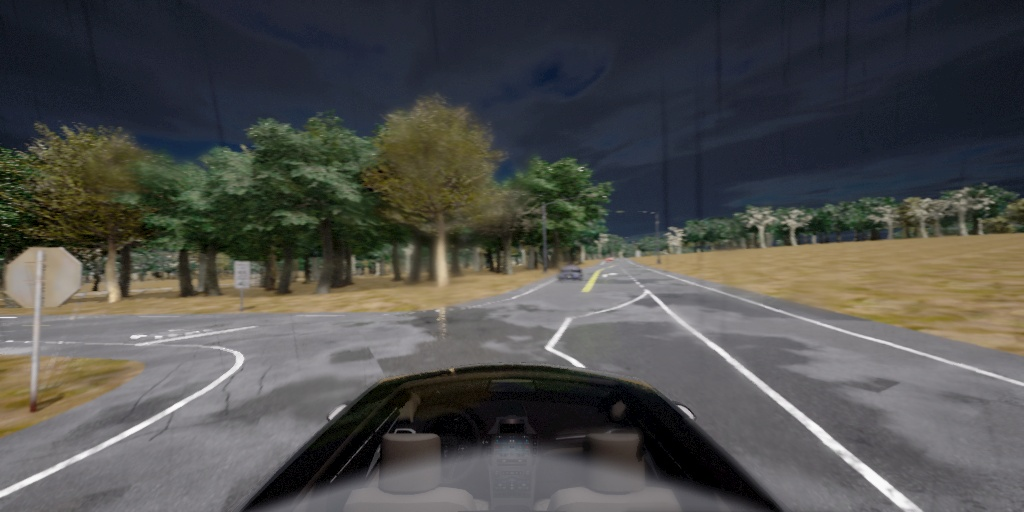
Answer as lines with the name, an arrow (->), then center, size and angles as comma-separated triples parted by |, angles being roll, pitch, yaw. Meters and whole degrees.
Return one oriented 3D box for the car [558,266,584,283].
car -> 5.212, 1.541, 31.481 | 1.994, 1.385, 4.181 | -2, -1, 15
